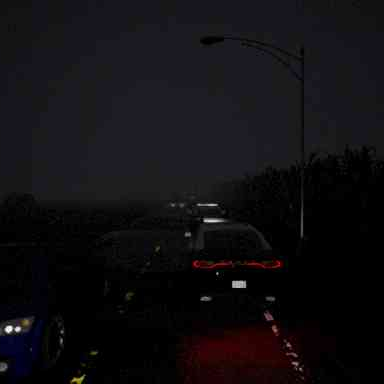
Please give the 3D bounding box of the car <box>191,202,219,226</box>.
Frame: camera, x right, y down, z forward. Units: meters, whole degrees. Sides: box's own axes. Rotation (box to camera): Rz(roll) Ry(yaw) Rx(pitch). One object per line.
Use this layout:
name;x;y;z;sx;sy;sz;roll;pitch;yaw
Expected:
car;0.856;1.509;24.334;1.812;1.442;4.674;0;0;0

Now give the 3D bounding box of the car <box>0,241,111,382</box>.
car;-2.743;1.563;5.546;1.994;1.385;4.181;0;0;0

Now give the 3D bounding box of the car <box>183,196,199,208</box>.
car;0.106;1.549;46.078;1.895;1.301;4.718;0;0;1

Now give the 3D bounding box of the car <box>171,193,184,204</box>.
car;-2.668;1.128;61.852;2.150;2.045;5.566;0;0;0

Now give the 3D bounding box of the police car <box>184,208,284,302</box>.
police car;0.835;1.423;8.445;1.930;1.638;5.238;0;0;0

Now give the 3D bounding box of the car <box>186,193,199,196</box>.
car;0.079;1.134;60.043;2.150;2.045;5.566;0;0;0

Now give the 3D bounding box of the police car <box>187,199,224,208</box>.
police car;0.849;1.415;18.444;1.930;1.638;5.238;0;0;0
